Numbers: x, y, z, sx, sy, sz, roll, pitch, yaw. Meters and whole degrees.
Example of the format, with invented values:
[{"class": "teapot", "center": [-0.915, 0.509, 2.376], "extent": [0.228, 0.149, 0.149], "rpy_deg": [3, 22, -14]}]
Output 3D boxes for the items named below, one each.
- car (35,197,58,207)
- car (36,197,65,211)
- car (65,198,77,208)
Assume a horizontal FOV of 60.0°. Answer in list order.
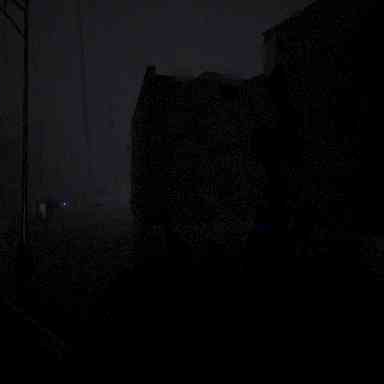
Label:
[{"class": "car", "center": [-23.465, 1.638, 53.790], "extent": [2.128, 1.511, 4.902], "rpy_deg": [1, 0, -7]}, {"class": "car", "center": [-18.558, 1.633, 42.980], "extent": [2.128, 1.511, 4.902], "rpy_deg": [1, 0, -6]}, {"class": "car", "center": [-19.901, 1.722, 53.484], "extent": [1.812, 1.442, 4.674], "rpy_deg": [1, 0, -7]}]
